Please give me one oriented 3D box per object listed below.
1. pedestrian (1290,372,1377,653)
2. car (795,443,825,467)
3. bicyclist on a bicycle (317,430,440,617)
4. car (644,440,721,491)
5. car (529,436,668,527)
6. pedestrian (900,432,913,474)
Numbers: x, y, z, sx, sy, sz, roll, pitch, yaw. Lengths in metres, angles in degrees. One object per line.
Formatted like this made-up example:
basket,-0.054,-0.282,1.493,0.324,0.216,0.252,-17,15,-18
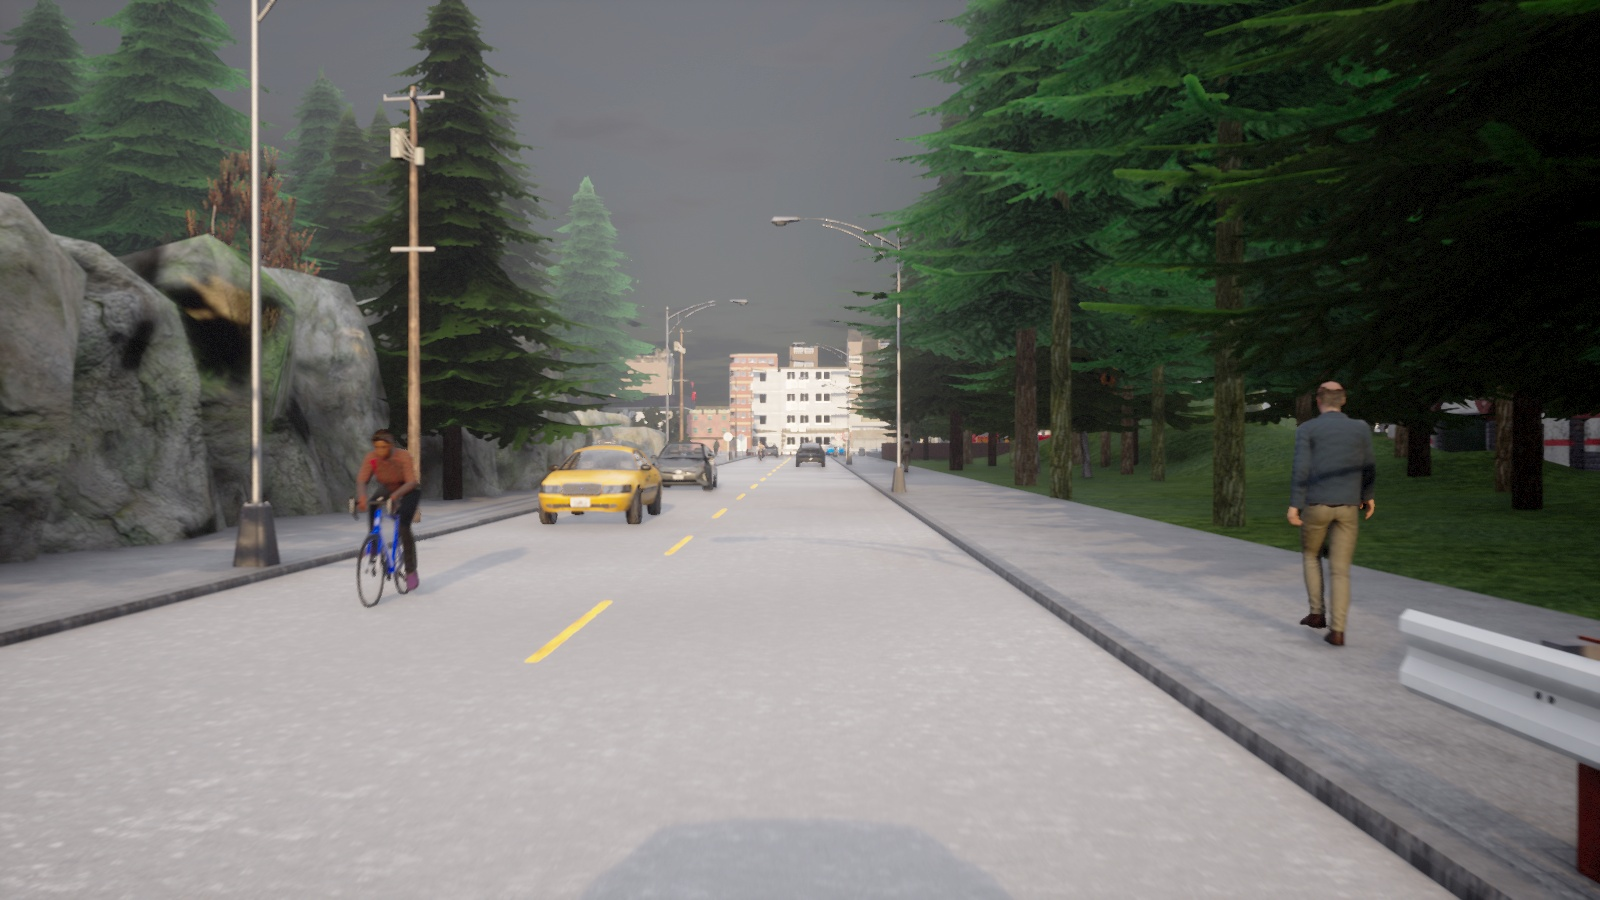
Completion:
pedestrian,3.651,0.411,8.626,0.402,1.842,0.726,0,0,11
car,0.658,0.303,79.550,1.837,1.490,4.892,0,0,0
bicyclist on a bicycle,-3.893,0.630,11.717,0.582,1.620,1.656,0,1,0
car,-3.664,0.465,39.928,2.007,1.525,4.514,0,0,0
car,-3.789,0.547,24.510,1.801,1.575,5.366,0,0,0
pedestrian,4.856,0.138,57.219,0.396,1.930,0.692,0,0,-11
